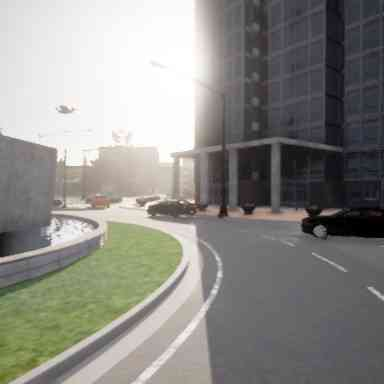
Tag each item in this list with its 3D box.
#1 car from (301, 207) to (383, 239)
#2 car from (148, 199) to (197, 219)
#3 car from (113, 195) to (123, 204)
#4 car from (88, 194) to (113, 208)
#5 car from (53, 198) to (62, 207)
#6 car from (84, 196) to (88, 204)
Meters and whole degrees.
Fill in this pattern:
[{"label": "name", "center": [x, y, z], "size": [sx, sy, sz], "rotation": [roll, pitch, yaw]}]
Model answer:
[{"label": "car", "center": [7.802, 1.446, 15.708], "size": [5.008, 1.535, 1.882], "rotation": [1, 0, 21]}, {"label": "car", "center": [-1.768, 1.370, 28.181], "size": [4.902, 1.511, 2.128], "rotation": [0, 0, 43]}, {"label": "car", "center": [-13.161, 1.264, 56.791], "size": [2.033, 1.411, 5.357], "rotation": [0, 0, 2]}, {"label": "car", "center": [-12.044, 1.128, 43.666], "size": [2.097, 1.767, 4.553], "rotation": [0, 1, -20]}, {"label": "car", "center": [-18.679, 1.300, 41.792], "size": [2.033, 1.411, 5.357], "rotation": [0, 0, 17]}, {"label": "car", "center": [-16.758, 1.053, 56.984], "size": [2.097, 1.767, 4.553], "rotation": [0, 0, 2]}]
